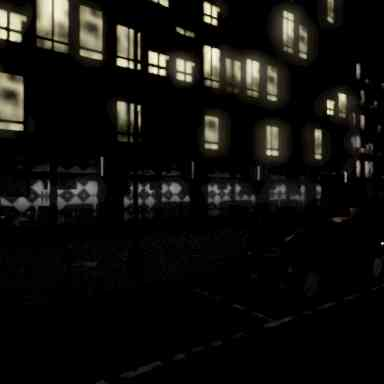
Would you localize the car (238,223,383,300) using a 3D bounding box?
[{"bbox_3d":[3.145,1.518,8.342,4.507,1.381,1.887,0,0,-36],"label":"car"}]
